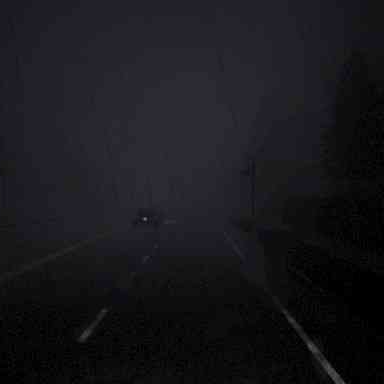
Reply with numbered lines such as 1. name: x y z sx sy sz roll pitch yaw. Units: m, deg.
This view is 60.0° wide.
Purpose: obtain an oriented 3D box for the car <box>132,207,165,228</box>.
1. car: -3.162 1.822 24.584 1.994 1.385 4.181 0 -1 1

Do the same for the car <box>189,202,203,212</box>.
1. car: 0.561 2.035 46.451 2.033 1.411 5.357 0 -1 1
